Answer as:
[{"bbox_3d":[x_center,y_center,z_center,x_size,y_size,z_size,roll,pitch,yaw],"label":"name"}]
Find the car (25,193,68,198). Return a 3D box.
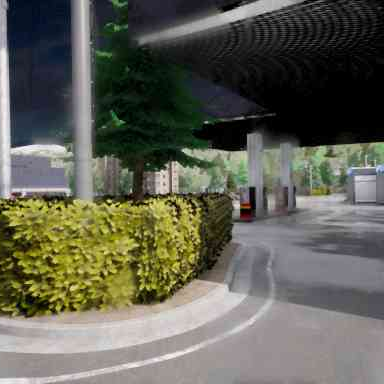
[{"bbox_3d":[-14.743,1.183,33.582,3.866,1.878,1.905,-1,1,35],"label":"car"}]

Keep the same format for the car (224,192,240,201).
[{"bbox_3d":[7.477,0.850,63.896,5.027,1.636,2.152,-1,1,35],"label":"car"}]

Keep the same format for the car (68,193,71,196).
[{"bbox_3d":[-24.199,1.124,63.874,3.866,1.878,1.905,-1,1,35],"label":"car"}]

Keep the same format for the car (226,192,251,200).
[{"bbox_3d":[9.251,0.811,66.483,4.514,1.523,2.007,-1,1,35],"label":"car"}]
